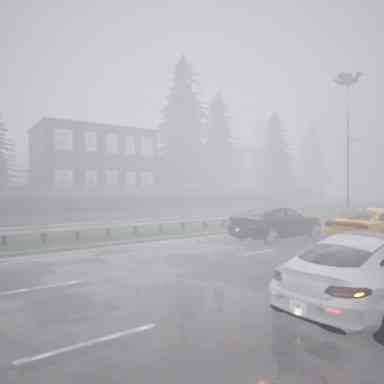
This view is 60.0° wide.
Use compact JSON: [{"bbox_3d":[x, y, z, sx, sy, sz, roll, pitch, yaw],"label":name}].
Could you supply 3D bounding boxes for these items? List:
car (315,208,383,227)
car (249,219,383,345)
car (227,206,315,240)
[{"bbox_3d":[7.324,1.368,13.342,5.008,1.535,1.882,-1,0,-36],"label":"car"},{"bbox_3d":[3.422,1.475,6.188,4.674,1.442,1.812,-1,0,-36],"label":"car"},{"bbox_3d":[3.858,1.383,15.131,5.008,1.535,1.882,-1,0,-36],"label":"car"}]
